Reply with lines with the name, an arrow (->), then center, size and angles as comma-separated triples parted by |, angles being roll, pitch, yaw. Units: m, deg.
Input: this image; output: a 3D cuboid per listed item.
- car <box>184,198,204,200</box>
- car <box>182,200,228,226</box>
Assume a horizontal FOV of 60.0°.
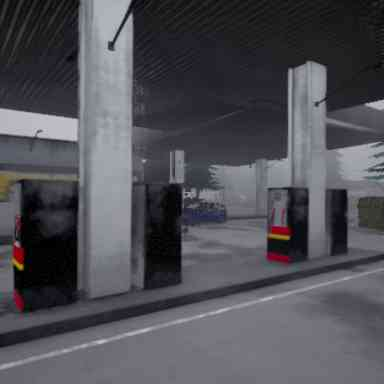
car -> 0.730, 1.530, 32.540 | 3.866, 1.878, 1.905 | 1, 0, -36
car -> 0.529, 1.649, 25.410 | 4.611, 1.667, 2.242 | 1, 0, -36
